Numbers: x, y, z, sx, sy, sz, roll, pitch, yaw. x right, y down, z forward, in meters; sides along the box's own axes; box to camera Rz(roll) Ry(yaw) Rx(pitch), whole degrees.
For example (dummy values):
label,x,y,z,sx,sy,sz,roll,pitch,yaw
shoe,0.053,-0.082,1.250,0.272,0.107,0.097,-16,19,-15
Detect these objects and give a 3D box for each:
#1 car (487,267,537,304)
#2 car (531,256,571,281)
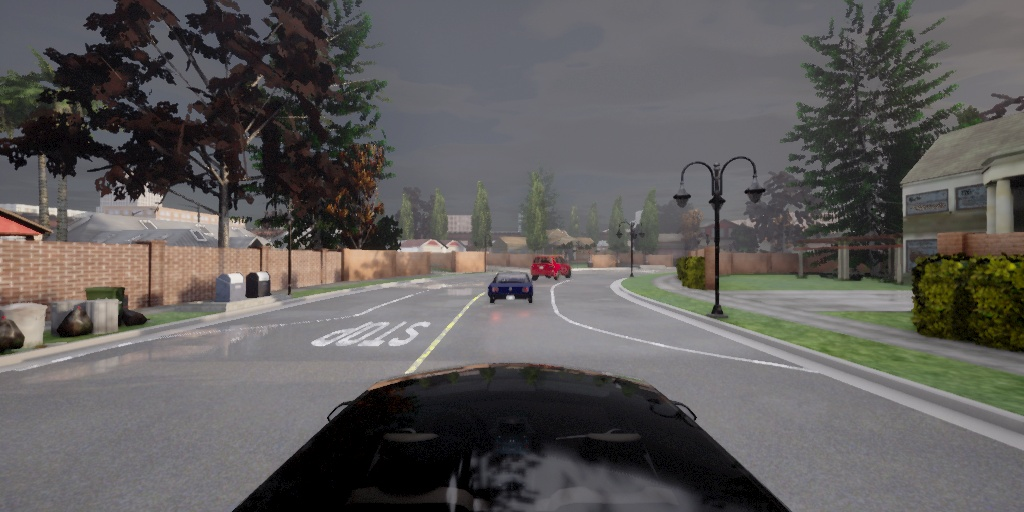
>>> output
label,x,y,z,sx,sy,sz,roll,pitch,yaw
car,0.042,1.367,16.449,1.895,1.301,4.718,0,0,3
car,3.374,1.004,30.307,2.150,2.045,5.566,0,0,24
